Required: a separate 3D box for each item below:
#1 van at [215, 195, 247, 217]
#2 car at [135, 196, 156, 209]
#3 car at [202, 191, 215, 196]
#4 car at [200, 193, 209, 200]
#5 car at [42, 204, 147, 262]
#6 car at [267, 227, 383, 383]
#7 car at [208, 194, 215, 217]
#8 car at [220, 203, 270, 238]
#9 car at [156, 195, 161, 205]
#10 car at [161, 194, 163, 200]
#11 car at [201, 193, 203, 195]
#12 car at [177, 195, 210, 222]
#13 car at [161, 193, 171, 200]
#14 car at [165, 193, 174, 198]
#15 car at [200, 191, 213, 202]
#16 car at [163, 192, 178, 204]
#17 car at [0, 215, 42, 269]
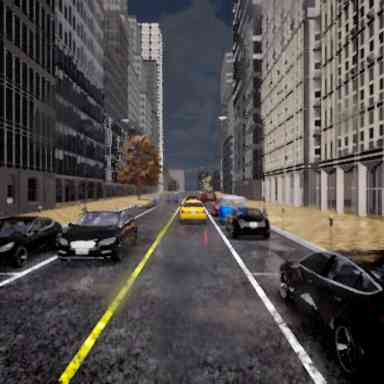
[{"bbox_3d":[2.687,1.165,22.300,1.690,1.788,3.998,0,0,0],"label":"van"},{"bbox_3d":[-5.699,1.208,39.214,1.752,1.417,4.829,0,0,0],"label":"car"},{"bbox_3d":[2.679,0.899,50.758,2.192,1.841,5.009,0,1,0],"label":"car"},{"bbox_3d":[2.672,0.905,73.697,1.752,1.417,4.829,0,1,0],"label":"car"},{"bbox_3d":[-3.104,1.399,11.828,2.128,1.511,4.902,0,0,0],"label":"car"},{"bbox_3d":[2.691,1.525,5.224,1.947,1.339,4.313,0,0,0],"label":"car"},{"bbox_3d":[2.685,1.218,27.992,1.967,1.590,4.097,0,0,0],"label":"car"},{"bbox_3d":[2.688,1.436,16.608,1.947,1.339,4.313,0,0,0],"label":"car"},{"bbox_3d":[-5.701,1.183,45.078,2.008,1.369,4.403,0,0,0],"label":"car"},{"bbox_3d":[-5.707,0.983,67.846,2.008,1.369,4.403,0,1,0],"label":"car"},{"bbox_3d":[0.087,1.136,42.060,1.882,1.535,5.008,0,1,0],"label":"car"},{"bbox_3d":[0.093,1.267,24.067,1.801,1.575,5.366,0,1,0],"label":"car"},{"bbox_3d":[-5.709,0.947,73.539,1.947,1.339,4.313,0,1,0],"label":"car"},{"bbox_3d":[-5.712,0.857,84.921,1.802,1.307,4.206,0,1,0],"label":"car"},{"bbox_3d":[2.676,0.799,62.143,2.192,1.841,5.009,0,1,0],"label":"car"},{"bbox_3d":[-3.085,1.105,53.655,2.033,1.411,5.357,0,1,0],"label":"car"},{"bbox_3d":[-5.692,1.481,10.922,1.947,1.339,4.313,0,0,0],"label":"car"}]
